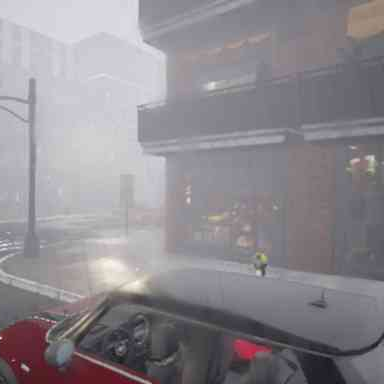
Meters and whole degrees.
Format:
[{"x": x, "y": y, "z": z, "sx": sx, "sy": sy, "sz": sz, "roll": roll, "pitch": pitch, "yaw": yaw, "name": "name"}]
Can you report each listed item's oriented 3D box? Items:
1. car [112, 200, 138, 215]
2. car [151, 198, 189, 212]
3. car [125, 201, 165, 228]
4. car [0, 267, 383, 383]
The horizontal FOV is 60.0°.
[{"x": -5.697, "y": 1.463, "z": 31.834, "sx": 1.802, "sy": 1.307, "sz": 4.206, "roll": 1, "pitch": 1, "yaw": 36, "name": "car"}, {"x": -2.327, "y": 1.415, "z": 36.386, "sx": 1.802, "sy": 1.307, "sz": 4.206, "roll": 1, "pitch": 1, "yaw": 36, "name": "car"}, {"x": -1.938, "y": 1.518, "z": 22.327, "sx": 1.752, "sy": 1.417, "sz": 4.829, "roll": 1, "pitch": 1, "yaw": 36, "name": "car"}, {"x": -0.178, "y": 1.453, "z": 2.988, "sx": 4.097, "sy": 1.590, "sz": 1.967, "roll": -1, "pitch": 1, "yaw": 36, "name": "car"}]
